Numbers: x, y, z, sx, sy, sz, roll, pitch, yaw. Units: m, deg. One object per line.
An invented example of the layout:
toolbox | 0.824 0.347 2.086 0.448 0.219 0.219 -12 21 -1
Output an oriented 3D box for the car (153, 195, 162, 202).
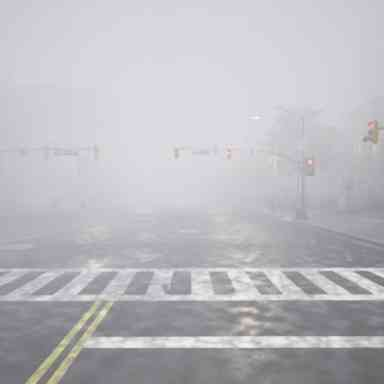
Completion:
car | -7.708 1.376 74.326 2.033 1.411 5.357 0 0 -7

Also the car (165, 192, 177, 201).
car | -4.987 1.053 78.269 2.150 2.045 5.566 0 0 -14
